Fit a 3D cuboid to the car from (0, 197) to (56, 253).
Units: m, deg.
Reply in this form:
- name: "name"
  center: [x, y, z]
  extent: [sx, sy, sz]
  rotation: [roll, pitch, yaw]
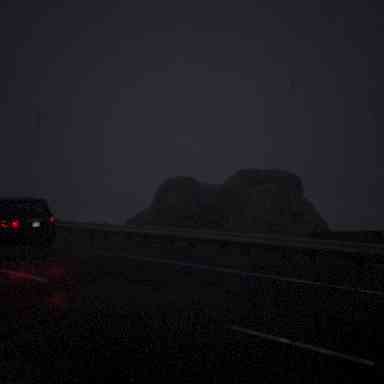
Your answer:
- name: "car"
  center: [-7.719, 1.213, 12.974]
  extent: [5.566, 2.045, 2.150]
  rotation: [0, 0, 31]
